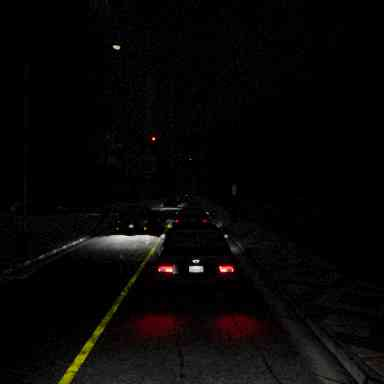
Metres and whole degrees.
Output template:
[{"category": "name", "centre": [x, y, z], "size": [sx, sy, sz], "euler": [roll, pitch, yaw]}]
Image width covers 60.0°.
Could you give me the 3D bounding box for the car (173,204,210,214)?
[{"category": "car", "centre": [0.002, 1.577, 18.298], "size": [1.994, 1.385, 4.181], "euler": [0, 0, 1]}]

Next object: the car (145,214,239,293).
[{"category": "car", "centre": [0.073, 1.552, 8.993], "size": [2.033, 1.411, 5.357], "euler": [0, 0, 0]}]

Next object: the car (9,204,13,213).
[{"category": "car", "centre": [-15.242, 1.489, 33.150], "size": [5.008, 1.535, 1.882], "euler": [0, -2, 0]}]

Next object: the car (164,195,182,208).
[{"category": "car", "centre": [-3.139, 1.646, 51.422], "size": [2.033, 1.411, 5.357], "euler": [0, 0, 3]}]

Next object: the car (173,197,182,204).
[{"category": "car", "centre": [-3.116, 1.708, 71.169], "size": [1.812, 1.442, 4.674], "euler": [0, 0, 0]}]

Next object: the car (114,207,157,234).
[{"category": "car", "centre": [-3.139, 1.578, 19.157], "size": [1.994, 1.385, 4.181], "euler": [0, 0, 0]}]

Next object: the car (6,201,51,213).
[{"category": "car", "centre": [-19.072, 1.735, 38.997], "size": [4.313, 1.339, 1.947], "euler": [0, -1, 0]}]

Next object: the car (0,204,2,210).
[{"category": "car", "centre": [-24.559, 1.754, 38.980], "size": [4.206, 1.307, 1.802], "euler": [0, -1, 0]}]

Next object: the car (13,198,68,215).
[{"category": "car", "centre": [-13.593, 1.380, 30.495], "size": [4.097, 1.590, 1.967], "euler": [0, -2, -1]}]
